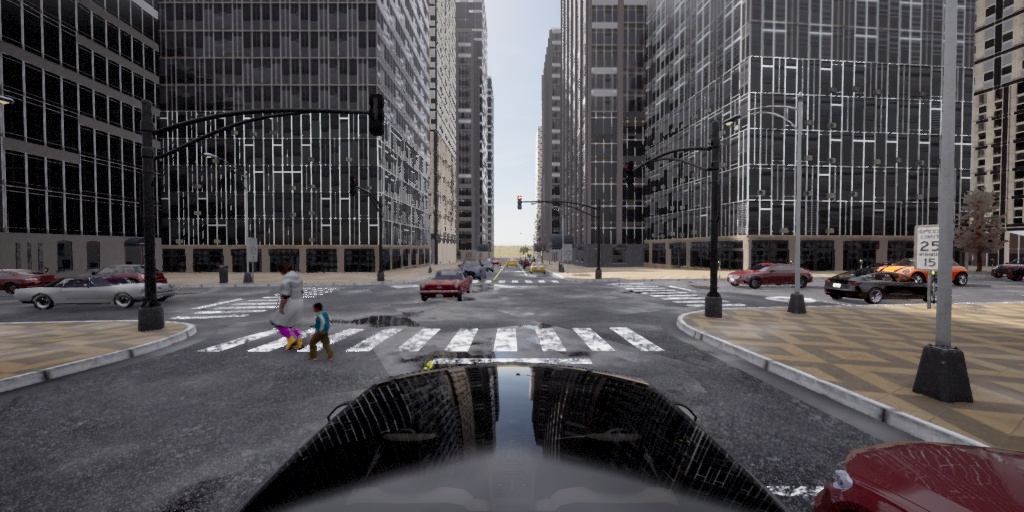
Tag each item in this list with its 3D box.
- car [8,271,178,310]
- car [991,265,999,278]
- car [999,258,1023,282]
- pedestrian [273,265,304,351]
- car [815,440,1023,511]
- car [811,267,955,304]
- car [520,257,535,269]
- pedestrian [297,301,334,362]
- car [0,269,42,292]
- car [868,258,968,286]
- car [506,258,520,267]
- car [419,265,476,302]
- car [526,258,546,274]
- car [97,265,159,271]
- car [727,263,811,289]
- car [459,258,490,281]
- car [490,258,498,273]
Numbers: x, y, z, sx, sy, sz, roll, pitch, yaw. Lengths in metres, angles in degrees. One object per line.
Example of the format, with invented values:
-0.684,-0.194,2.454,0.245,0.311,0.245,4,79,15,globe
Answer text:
-17.345,1.469,15.211,4.718,1.301,1.895,0,1,-6,car
37.693,0.864,26.134,4.097,1.591,1.967,0,0,-5,car
35.351,0.847,23.291,4.553,1.767,2.097,0,1,-5,car
-4.688,1.041,7.571,0.375,1.860,0.375,-1,1,0,pedestrian
2.692,1.333,0.419,1.802,1.307,4.207,0,0,0,car
16.124,1.293,15.717,4.313,1.339,1.948,0,0,-5,car
2.710,1.028,55.039,2.192,1.841,5.009,0,0,0,car
-3.596,1.422,6.768,0.500,1.100,0.500,-1,1,0,pedestrian
-28.204,1.390,20.028,4.207,1.307,1.802,0,0,-5,car
25.339,0.904,22.370,4.553,1.767,2.097,0,1,-5,car
-0.025,1.178,65.017,1.882,1.535,5.008,0,0,0,car
-3.120,1.363,17.625,1.895,1.301,4.718,0,1,0,car
2.806,1.254,39.957,1.751,1.417,4.829,0,0,0,car
-22.578,1.216,20.552,4.097,1.591,1.967,0,0,-5,car
15.392,1.135,21.460,4.674,1.442,1.812,0,1,-5,car
-3.341,1.088,29.826,2.097,1.767,4.553,0,0,3,car
-3.116,1.273,43.855,2.033,1.411,5.357,0,0,0,car
